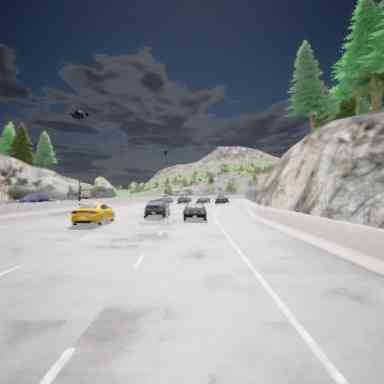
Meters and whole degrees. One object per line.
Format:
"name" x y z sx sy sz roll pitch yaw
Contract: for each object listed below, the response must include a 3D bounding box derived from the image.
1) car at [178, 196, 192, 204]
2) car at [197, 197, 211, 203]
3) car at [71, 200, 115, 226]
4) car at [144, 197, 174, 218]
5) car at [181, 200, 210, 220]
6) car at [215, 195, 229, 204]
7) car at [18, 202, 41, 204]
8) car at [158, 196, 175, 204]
"car" -1.324 1.497 64.435 2.128 1.511 4.902 0 0 15
"car" 2.365 1.569 64.599 1.994 1.385 4.181 0 0 15
"car" -6.781 1.481 23.286 1.882 1.535 5.008 0 0 1
"car" -3.065 1.508 30.028 1.837 1.490 4.892 -1 0 3
"car" 0.298 1.603 27.672 1.895 1.301 4.718 0 0 2
"car" 5.920 1.356 64.364 2.097 1.767 4.553 0 0 15
"car" -22.564 1.238 47.829 2.150 2.045 5.566 0 0 8
"car" -4.963 1.571 64.191 1.994 1.385 4.181 0 0 15
